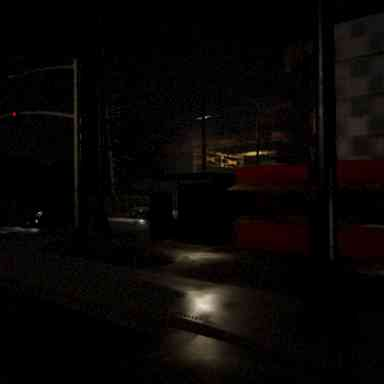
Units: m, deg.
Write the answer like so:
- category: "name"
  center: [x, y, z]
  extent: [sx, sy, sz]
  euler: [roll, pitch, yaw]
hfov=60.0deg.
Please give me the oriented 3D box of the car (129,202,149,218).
- category: "car"
  center: [-3.911, 1.655, 31.787]
  extent: [1.812, 1.442, 4.674]
  euler: [-1, -1, 36]

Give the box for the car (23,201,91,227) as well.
- category: "car"
  center: [-9.621, 1.482, 23.938]
  extent: [2.097, 1.767, 4.553]
  euler: [-1, -1, 36]
